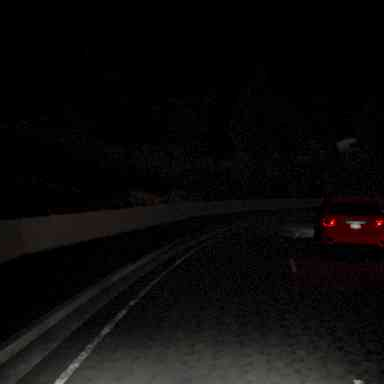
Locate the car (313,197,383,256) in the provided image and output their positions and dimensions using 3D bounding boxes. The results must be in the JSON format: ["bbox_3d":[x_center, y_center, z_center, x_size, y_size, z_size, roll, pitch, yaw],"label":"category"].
[{"bbox_3d":[6.171,1.198,13.352,2.150,2.045,5.566,0,0,18],"label":"car"}]

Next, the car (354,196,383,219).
[{"bbox_3d":[16.373,1.304,29.855,2.097,1.767,4.553,0,0,43],"label":"car"}]
